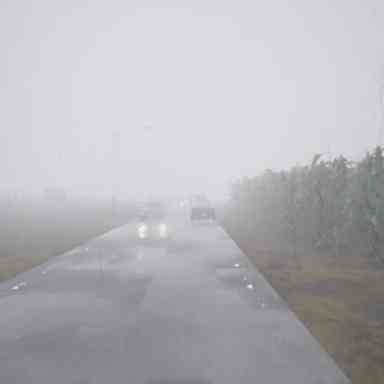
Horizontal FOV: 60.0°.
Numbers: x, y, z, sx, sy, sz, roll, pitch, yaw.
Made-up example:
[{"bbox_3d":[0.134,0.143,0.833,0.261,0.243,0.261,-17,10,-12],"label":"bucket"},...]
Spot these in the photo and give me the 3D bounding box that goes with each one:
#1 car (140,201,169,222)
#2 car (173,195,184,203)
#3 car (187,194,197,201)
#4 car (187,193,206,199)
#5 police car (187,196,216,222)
[{"bbox_3d":[-2.856,1.475,25.940,1.837,1.490,4.892,0,0,0],"label":"car"},{"bbox_3d":[-2.779,1.392,66.516,1.812,1.442,4.674,0,0,0],"label":"car"},{"bbox_3d":[-0.025,1.263,77.744,2.128,1.511,4.902,0,0,0],"label":"car"},{"bbox_3d":[0.809,1.155,41.973,2.150,2.045,5.566,0,0,0],"label":"car"},{"bbox_3d":[0.816,1.395,26.054,1.930,1.638,5.238,0,0,0],"label":"police car"}]
